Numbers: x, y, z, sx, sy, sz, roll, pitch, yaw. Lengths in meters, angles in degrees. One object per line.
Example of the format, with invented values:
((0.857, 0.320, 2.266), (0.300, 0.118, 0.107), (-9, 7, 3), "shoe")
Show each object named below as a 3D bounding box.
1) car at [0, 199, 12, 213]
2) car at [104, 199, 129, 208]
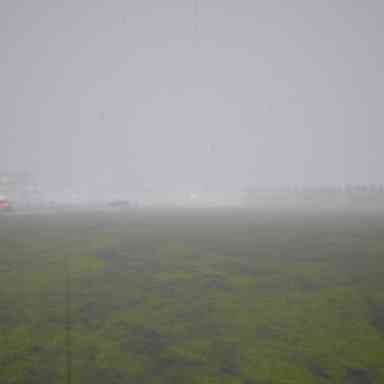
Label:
((-25.646, 1.808, 42.390), (2.097, 1.767, 4.553), (0, 0, 36), "car")
((-13.414, 2.040, 59.273), (2.128, 1.511, 4.902), (0, -1, 36), "car")
